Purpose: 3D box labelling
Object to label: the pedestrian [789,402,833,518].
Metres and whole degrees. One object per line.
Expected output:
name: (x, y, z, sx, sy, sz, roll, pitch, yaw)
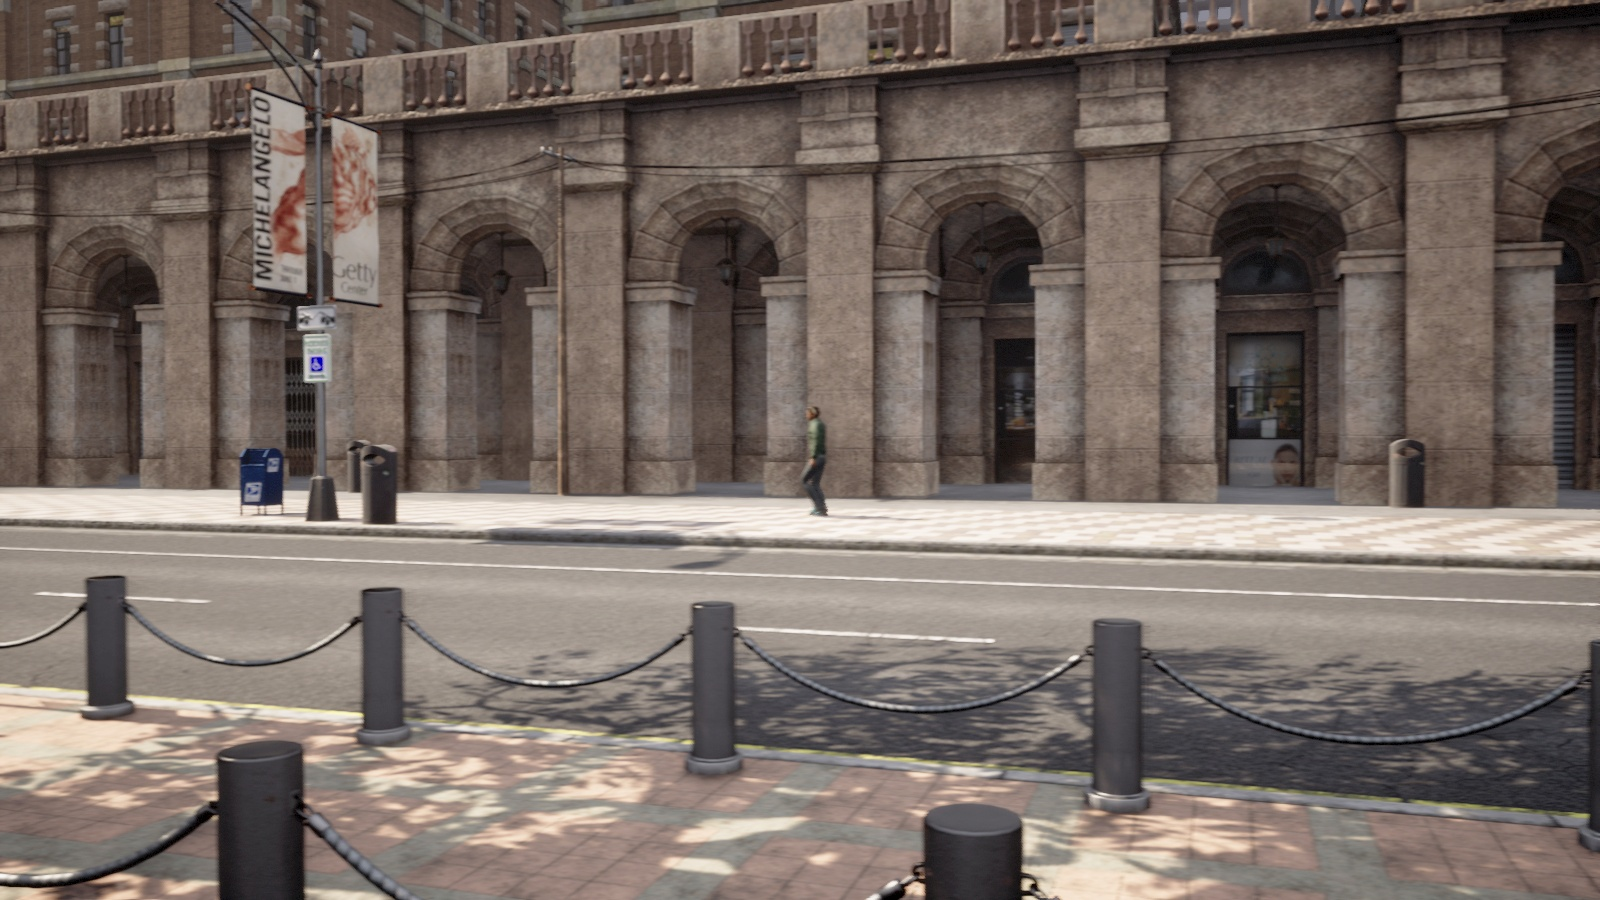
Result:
pedestrian: (0.179, 0.158, 20.330, 0.614, 1.847, 0.353, 1, 1, 20)
